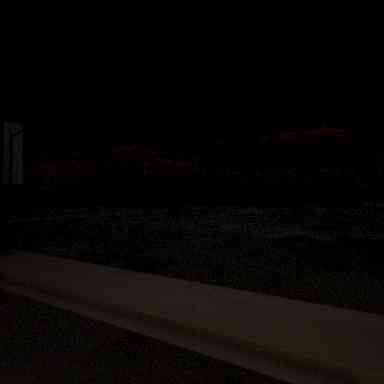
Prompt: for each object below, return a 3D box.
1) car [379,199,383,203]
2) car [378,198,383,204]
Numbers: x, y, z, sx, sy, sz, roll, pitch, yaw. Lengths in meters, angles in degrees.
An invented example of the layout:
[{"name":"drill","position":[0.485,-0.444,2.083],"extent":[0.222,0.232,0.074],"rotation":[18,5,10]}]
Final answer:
[{"name":"car","position":[38.335,1.930,64.734],"extent":[2.038,1.542,4.974],"rotation":[0,0,6]},{"name":"car","position":[38.341,1.773,64.786],"extent":[1.853,1.218,4.536],"rotation":[0,0,6]}]
